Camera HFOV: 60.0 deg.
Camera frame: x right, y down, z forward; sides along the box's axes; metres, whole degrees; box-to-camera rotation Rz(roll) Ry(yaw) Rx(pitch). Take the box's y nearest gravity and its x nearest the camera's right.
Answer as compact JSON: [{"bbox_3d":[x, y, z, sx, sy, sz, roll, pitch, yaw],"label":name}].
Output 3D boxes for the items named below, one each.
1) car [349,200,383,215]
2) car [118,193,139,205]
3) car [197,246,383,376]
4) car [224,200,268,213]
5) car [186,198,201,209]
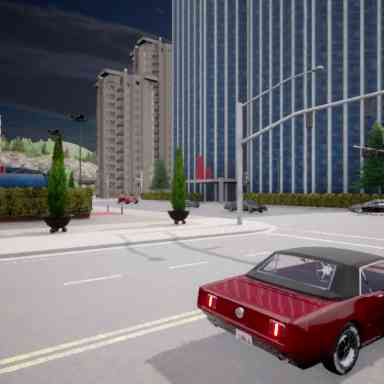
[{"bbox_3d":[18.118,1.491,32.550,4.902,1.511,2.128,0,1,33],"label":"car"},{"bbox_3d":[-11.729,1.227,60.989,2.150,2.045,5.566,0,0,-36],"label":"car"},{"bbox_3d":[2.493,1.601,5.586,4.718,1.301,1.895,0,0,-35],"label":"car"},{"bbox_3d":[5.809,1.547,36.699,2.033,1.411,5.357,0,0,-36],"label":"car"},{"bbox_3d":[-0.788,1.504,45.786,1.837,1.490,4.892,0,0,-36],"label":"car"}]
